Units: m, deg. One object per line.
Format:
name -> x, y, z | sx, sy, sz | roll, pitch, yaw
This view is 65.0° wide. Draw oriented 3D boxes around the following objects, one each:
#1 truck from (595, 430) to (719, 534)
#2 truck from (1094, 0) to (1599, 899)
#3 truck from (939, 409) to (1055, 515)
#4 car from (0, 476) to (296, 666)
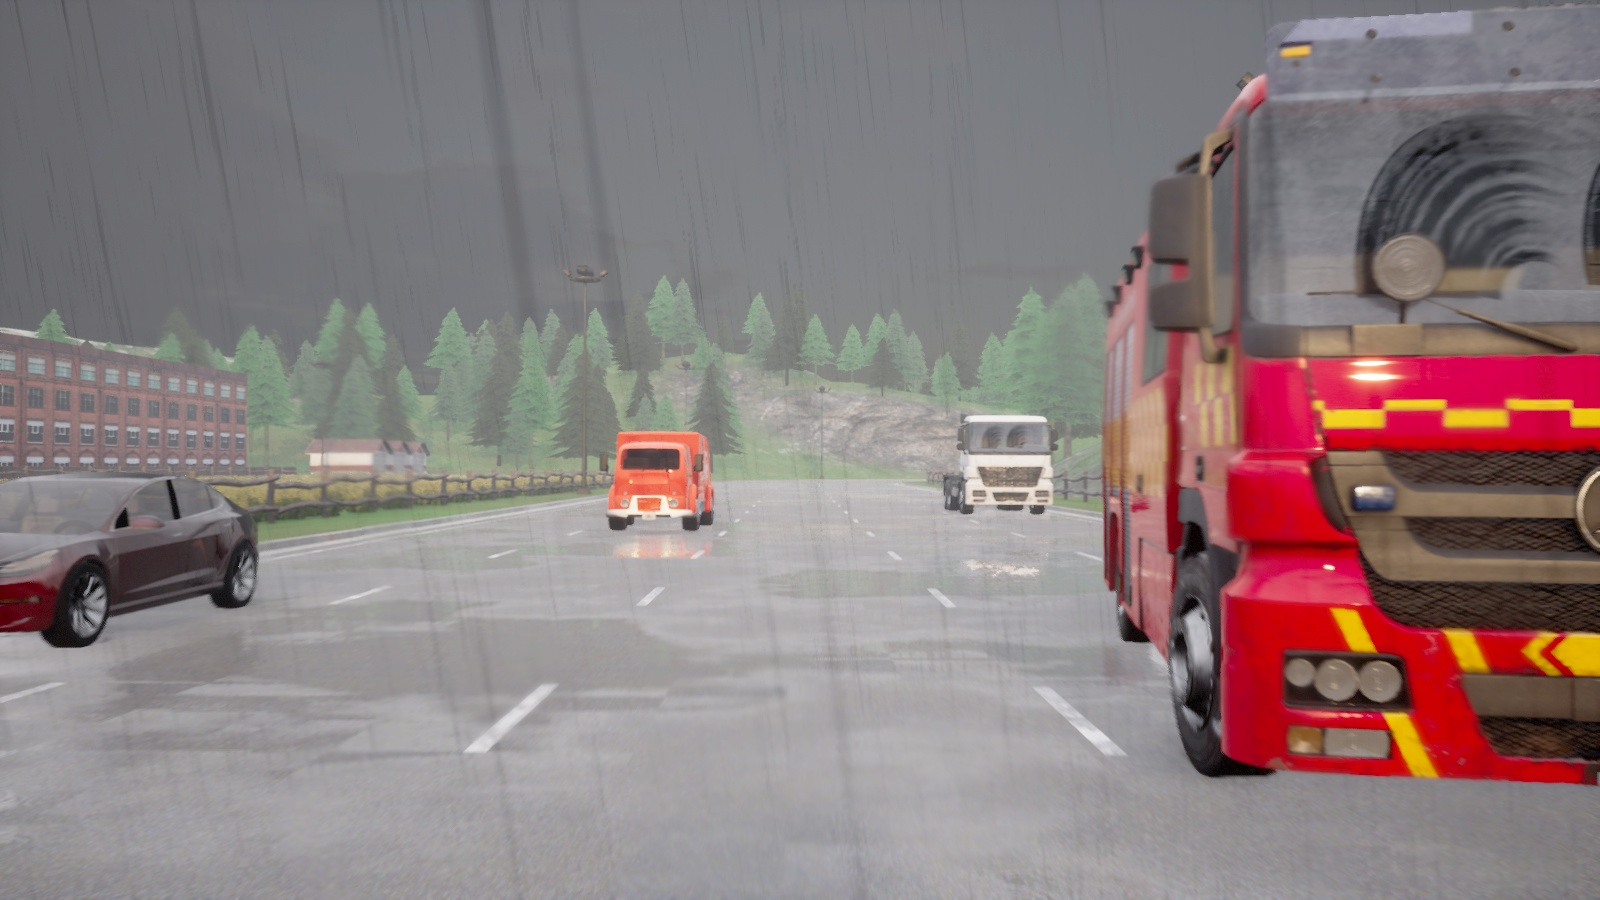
truck -> -3.580, 0.798, 32.518 | 2.627, 2.467, 5.204 | 0, -1, 0
truck -> 3.774, -0.247, 8.603 | 2.891, 3.827, 8.468 | -1, -1, 10
truck -> 6.888, 0.441, 45.187 | 2.891, 3.462, 7.936 | 0, -1, 0
car -> -7.030, 1.014, 12.419 | 2.163, 1.488, 4.792 | 0, -1, 0
